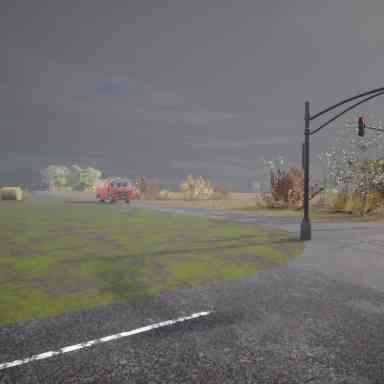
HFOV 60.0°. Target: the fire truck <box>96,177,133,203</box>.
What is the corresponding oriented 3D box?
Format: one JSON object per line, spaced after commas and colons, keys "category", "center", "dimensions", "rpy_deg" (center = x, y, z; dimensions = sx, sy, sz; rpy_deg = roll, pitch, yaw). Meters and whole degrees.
{"category": "fire truck", "center": [-11.796, -0.354, 50.011], "dimensions": [2.891, 3.827, 8.468], "rpy_deg": [1, 0, -32]}
